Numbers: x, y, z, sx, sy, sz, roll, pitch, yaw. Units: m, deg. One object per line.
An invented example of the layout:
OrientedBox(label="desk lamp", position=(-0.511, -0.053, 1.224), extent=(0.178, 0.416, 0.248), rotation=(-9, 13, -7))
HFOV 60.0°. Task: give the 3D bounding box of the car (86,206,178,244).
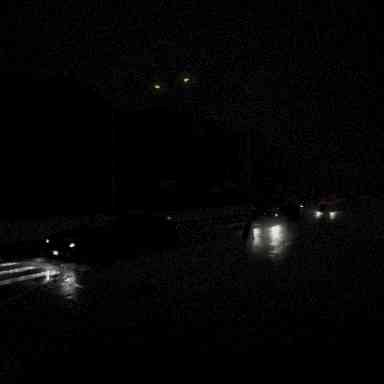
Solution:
OrientedBox(label="car", position=(-2.826, 1.514, 16.618), extent=(2.008, 1.369, 4.403), rotation=(0, 0, 35))

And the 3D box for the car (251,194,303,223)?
OrientedBox(label="car", position=(6.530, 1.161, 25.500), extent=(2.150, 2.045, 5.566), rotation=(0, 0, 35))

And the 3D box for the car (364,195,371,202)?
OrientedBox(label="car", position=(39.571, 1.481, 76.858), extent=(1.752, 1.417, 4.829), rotation=(0, 0, 35))

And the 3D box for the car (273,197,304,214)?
OrientedBox(label="car", position=(10.249, 1.375, 35.196), extent=(1.967, 1.590, 4.097), rotation=(0, 0, 35))

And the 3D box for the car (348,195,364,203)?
OrientedBox(label="car", position=(33.132, 1.504, 67.708), extent=(1.947, 1.339, 4.313), rotation=(0, 0, 35))

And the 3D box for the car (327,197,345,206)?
OrientedBox(label="car", position=(23.326, 1.495, 53.774), extent=(1.947, 1.339, 4.313), rotation=(0, 0, 35))

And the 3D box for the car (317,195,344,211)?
OrientedBox(label="car", position=(16.171, 1.409, 39.112), extent=(1.882, 1.535, 5.008), rotation=(0, 0, 36))

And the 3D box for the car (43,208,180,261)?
OrientedBox(label="car", position=(-2.688, 1.516, 12.567), extent=(2.033, 1.411, 5.357), rotation=(0, 0, 37))
